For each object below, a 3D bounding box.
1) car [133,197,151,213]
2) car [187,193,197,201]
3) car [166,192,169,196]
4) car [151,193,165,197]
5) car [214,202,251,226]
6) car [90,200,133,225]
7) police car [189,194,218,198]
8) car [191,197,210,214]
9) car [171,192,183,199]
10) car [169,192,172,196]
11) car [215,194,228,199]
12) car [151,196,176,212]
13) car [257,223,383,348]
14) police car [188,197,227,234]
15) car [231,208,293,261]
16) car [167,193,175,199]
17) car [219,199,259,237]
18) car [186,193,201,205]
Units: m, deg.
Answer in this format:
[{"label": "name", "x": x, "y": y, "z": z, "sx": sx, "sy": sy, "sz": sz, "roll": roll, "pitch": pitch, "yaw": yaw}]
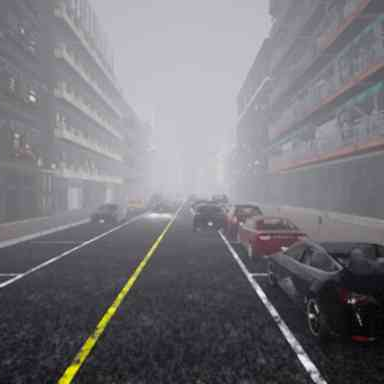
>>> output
[{"label": "car", "x": -5.681, "y": 1.361, "z": 34.264, "sx": 1.752, "sy": 1.417, "sz": 4.829, "roll": 0, "pitch": 0, "yaw": 0}, {"label": "car", "x": 0.016, "y": 1.023, "z": 69.200, "sx": 1.882, "sy": 1.535, "sz": 5.008, "roll": 0, "pitch": 0, "yaw": 0}, {"label": "car", "x": -5.675, "y": 1.036, "z": 56.979, "sx": 2.192, "sy": 1.841, "sz": 5.009, "roll": 0, "pitch": 0, "yaw": 0}, {"label": "car", "x": -5.677, "y": 1.189, "z": 51.343, "sx": 1.967, "sy": 1.590, "sz": 4.097, "roll": 0, "pitch": 0, "yaw": 0}, {"label": "car", "x": 2.697, "y": 1.441, "z": 23.155, "sx": 2.008, "sy": 1.369, "sz": 4.403, "roll": 0, "pitch": 0, "yaw": 0}, {"label": "car", "x": -5.684, "y": 1.456, "z": 23.161, "sx": 1.947, "sy": 1.339, "sz": 4.313, "roll": 0, "pitch": 0, "yaw": 0}, {"label": "police car", "x": 0.907, "y": 1.288, "z": 28.762, "sx": 1.930, "sy": 1.638, "sz": 5.238, "roll": 0, "pitch": 0, "yaw": 0}, {"label": "car", "x": 0.834, "y": 1.339, "z": 34.652, "sx": 1.837, "sy": 1.490, "sz": 4.892, "roll": 0, "pitch": 0, "yaw": 0}, {"label": "car", "x": -2.983, "y": 0.845, "z": 76.371, "sx": 2.033, "sy": 1.411, "sz": 5.357, "roll": 0, "pitch": 0, "yaw": 0}, {"label": "car", "x": -5.668, "y": 0.890, "z": 85.160, "sx": 2.192, "sy": 1.841, "sz": 5.009, "roll": 0, "pitch": 0, "yaw": 0}, {"label": "car", "x": 2.701, "y": 1.150, "z": 34.427, "sx": 2.192, "sy": 1.841, "sz": 5.009, "roll": 0, "pitch": 0, "yaw": 0}, {"label": "car", "x": -3.089, "y": 1.429, "z": 35.677, "sx": 1.895, "sy": 1.301, "sz": 4.718, "roll": 0, "pitch": 0, "yaw": 0}, {"label": "car", "x": 2.693, "y": 1.536, "z": 6.247, "sx": 1.947, "sy": 1.339, "sz": 4.313, "roll": 0, "pitch": 0, "yaw": 0}, {"label": "police car", "x": 0.904, "y": 1.337, "z": 18.762, "sx": 1.930, "sy": 1.638, "sz": 5.238, "roll": 0, "pitch": 0, "yaw": 0}, {"label": "car", "x": 2.694, "y": 1.489, "z": 11.883, "sx": 1.887, "sy": 1.381, "sz": 4.507, "roll": 0, "pitch": 0, "yaw": 0}, {"label": "car", "x": -5.668, "y": 0.985, "z": 90.796, "sx": 1.967, "sy": 1.590, "sz": 4.097, "roll": 0, "pitch": 0, "yaw": 0}, {"label": "car", "x": 2.696, "y": 1.357, "z": 17.519, "sx": 1.967, "sy": 1.590, "sz": 4.097, "roll": 0, "pitch": 0, "yaw": 0}, {"label": "car", "x": 0.012, "y": 1.226, "z": 54.201, "sx": 2.128, "sy": 1.511, "sz": 4.902, "roll": 0, "pitch": 0, "yaw": 0}]
